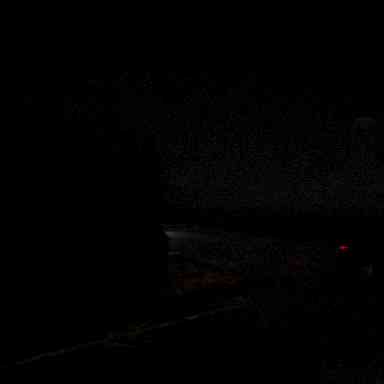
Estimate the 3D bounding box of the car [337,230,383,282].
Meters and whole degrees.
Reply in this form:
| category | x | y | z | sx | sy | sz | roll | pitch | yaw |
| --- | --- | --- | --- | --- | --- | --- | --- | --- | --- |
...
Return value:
| category | x | y | z | sx | sy | sz | roll | pitch | yaw |
| --- | --- | --- | --- | --- | --- | --- | --- | --- | --- |
| car | 6.042 | 1.635 | 8.605 | 4.181 | 1.385 | 1.994 | 0 | 0 | 30 |
